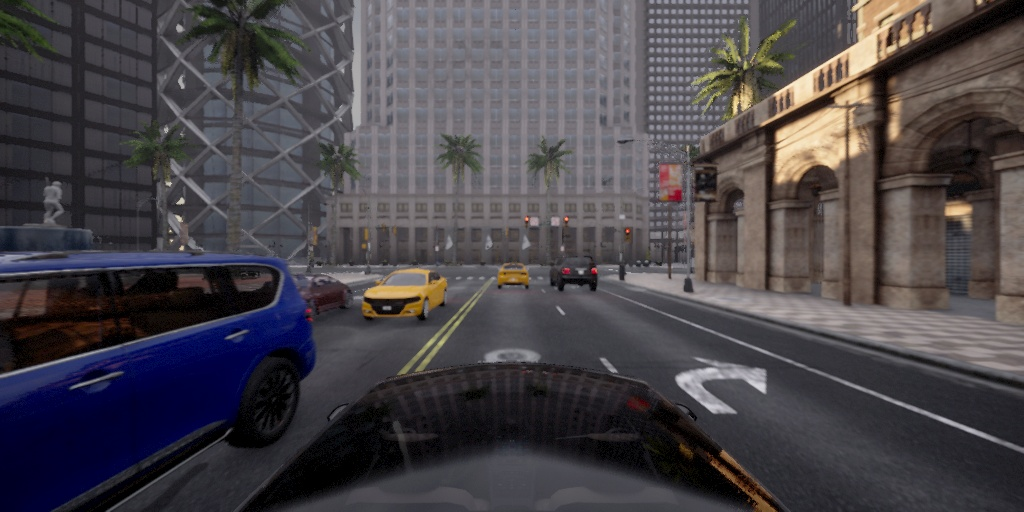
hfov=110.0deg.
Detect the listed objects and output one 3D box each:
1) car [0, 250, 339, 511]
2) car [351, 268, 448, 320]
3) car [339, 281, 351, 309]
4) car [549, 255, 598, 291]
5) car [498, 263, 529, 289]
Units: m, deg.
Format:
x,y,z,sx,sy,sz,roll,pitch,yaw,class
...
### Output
x,y,z,sx,sy,sz,roll,pitch,yaw,class
-3.595,0.969,2.328,2.150,2.045,5.566,0,0,0,car
-3.552,1.214,12.723,1.882,1.535,5.008,0,0,0,car
-7.063,1.299,12.019,1.994,1.385,4.181,0,0,0,car
3.614,0.952,21.812,2.150,2.045,5.566,0,0,-2,car
0.094,1.205,23.145,1.882,1.535,5.008,0,0,0,car
